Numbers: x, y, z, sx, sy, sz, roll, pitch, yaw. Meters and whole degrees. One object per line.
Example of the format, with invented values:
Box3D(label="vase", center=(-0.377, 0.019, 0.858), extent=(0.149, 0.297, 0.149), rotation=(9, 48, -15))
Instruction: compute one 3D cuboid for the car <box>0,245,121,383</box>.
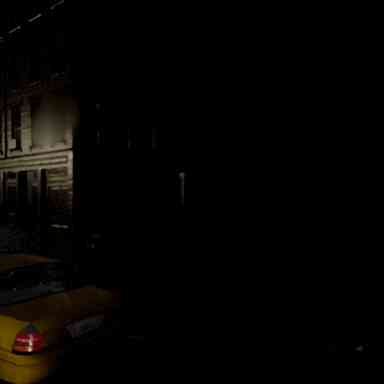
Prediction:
Box3D(label="car", center=(-3.096, 1.520, 5.222), extent=(4.829, 1.417, 1.752), rotation=(0, -1, 36))

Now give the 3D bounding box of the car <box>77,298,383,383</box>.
Box3D(label="car", center=(1.587, 1.551, 1.835), extent=(4.403, 1.369, 2.008), rotation=(0, -1, 36))
